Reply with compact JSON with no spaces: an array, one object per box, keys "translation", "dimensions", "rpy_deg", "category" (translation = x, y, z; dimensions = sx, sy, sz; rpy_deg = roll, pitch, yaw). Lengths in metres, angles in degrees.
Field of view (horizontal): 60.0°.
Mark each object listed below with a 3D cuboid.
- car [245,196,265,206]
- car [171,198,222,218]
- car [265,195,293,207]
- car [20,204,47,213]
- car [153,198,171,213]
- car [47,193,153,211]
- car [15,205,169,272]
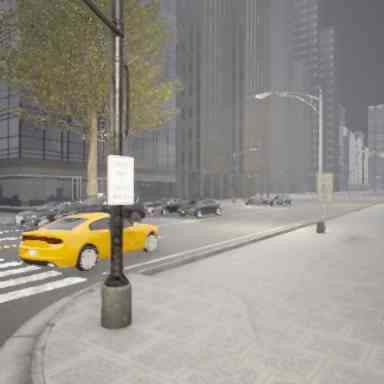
[{"translation":[8.702,1.162,44.411],"dimensions":[1.994,1.385,4.181],"rpy_deg":[0,1,36],"category":"car"},{"translation":[0.710,1.284,27.576],"dimensions":[1.837,1.490,4.892],"rpy_deg":[0,1,35],"category":"car"},{"translation":[11.521,1.115,42.764],"dimensions":[1.837,1.490,4.892],"rpy_deg":[0,0,36],"category":"car"},{"translation":[-8.257,1.353,20.532],"dimensions":[2.128,1.511,4.902],"rpy_deg":[0,1,35],"category":"car"},{"translation":[-2.071,1.258,29.275],"dimensions":[2.128,1.511,4.902],"rpy_deg":[0,1,35],"category":"car"},{"translation":[-5.099,1.090,19.371],"dimensions":[2.150,2.045,5.566],"rpy_deg":[0,1,35],"category":"car"},{"translation":[-3.006,1.423,10.894],"dimensions":[1.882,1.535,5.008],"rpy_deg":[-1,0,28],"category":"car"}]
